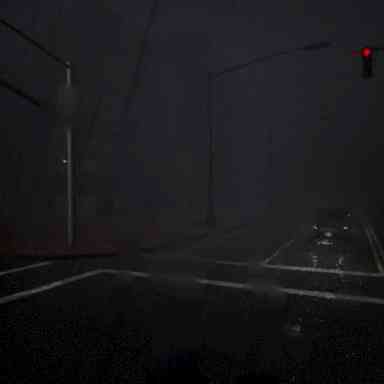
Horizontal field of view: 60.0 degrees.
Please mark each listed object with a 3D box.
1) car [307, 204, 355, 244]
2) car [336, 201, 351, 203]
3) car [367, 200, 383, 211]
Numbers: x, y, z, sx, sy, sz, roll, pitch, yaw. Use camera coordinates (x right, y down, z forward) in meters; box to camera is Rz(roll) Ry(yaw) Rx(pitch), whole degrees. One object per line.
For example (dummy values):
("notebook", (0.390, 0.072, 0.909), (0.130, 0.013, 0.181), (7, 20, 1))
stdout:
("car", (6.990, 1.584, 16.672), (2.128, 1.511, 4.902), (-1, -1, 26))
("car", (15.765, 1.647, 34.707), (1.882, 1.535, 5.008), (-1, -1, 26))
("car", (23.488, 1.712, 42.271), (1.994, 1.385, 4.181), (-1, -1, 26))
